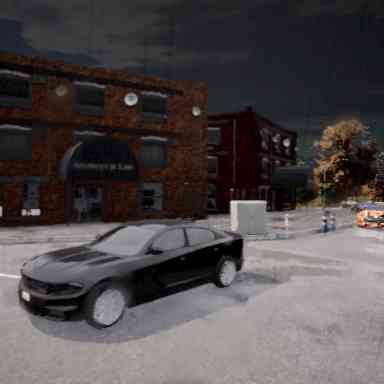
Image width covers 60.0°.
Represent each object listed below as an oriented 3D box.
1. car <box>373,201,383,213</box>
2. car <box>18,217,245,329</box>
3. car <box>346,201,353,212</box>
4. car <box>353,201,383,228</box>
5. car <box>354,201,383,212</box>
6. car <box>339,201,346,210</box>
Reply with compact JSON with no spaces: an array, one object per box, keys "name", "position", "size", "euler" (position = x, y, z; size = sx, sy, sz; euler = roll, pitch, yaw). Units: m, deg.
[{"name":"car","position":[26.836,2.067,45.066],"size":[2.231,1.521,4.892],"euler":[1,-1,6]},{"name":"car","position":[-0.854,1.336,6.956],"size":[1.882,1.535,5.008],"euler":[2,1,43]},{"name":"car","position":[23.134,2.110,45.526],"size":[1.994,1.385,4.181],"euler":[1,-1,8]},{"name":"car","position":[12.389,1.471,21.821],"size":[2.097,1.767,4.553],"euler":[2,0,37]},{"name":"car","position":[27.043,2.147,50.740],"size":[2.097,1.535,5.008],"euler":[0,0,0]},{"name":"car","position":[27.001,2.271,56.599],"size":[2.231,1.521,4.892],"euler":[0,-2,-7]}]
